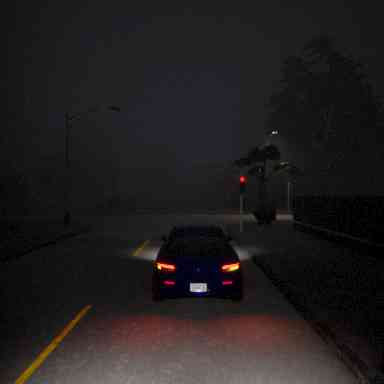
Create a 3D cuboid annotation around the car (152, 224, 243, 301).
[{"bbox_3d":[0.122,1.526,8.192,1.812,1.442,4.674,0,0,0],"label":"car"}]
